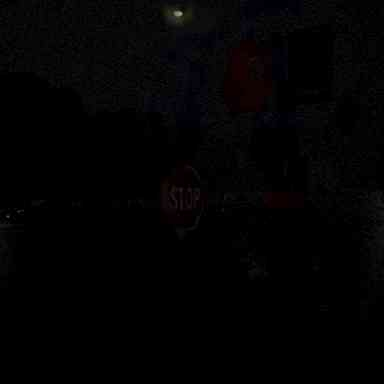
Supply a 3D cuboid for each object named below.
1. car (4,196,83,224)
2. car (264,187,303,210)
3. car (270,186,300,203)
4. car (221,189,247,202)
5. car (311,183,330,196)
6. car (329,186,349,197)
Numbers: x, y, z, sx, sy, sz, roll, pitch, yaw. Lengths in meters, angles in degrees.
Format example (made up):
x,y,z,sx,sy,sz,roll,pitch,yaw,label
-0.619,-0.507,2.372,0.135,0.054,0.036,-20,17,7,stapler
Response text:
x,y,z,sx,sy,sz,roll,pitch,yaw,label
-8.854,1.012,20.224,1.812,1.442,4.674,0,1,33,car
7.624,0.495,27.513,2.097,1.767,4.553,0,1,33,car
10.864,0.247,38.609,2.097,1.767,4.553,0,1,33,car
5.389,0.399,42.425,2.128,1.511,4.902,0,1,33,car
21.353,-0.393,55.010,2.150,2.045,5.566,0,1,33,car
23.313,-0.083,52.033,1.837,1.490,4.892,0,0,32,car
